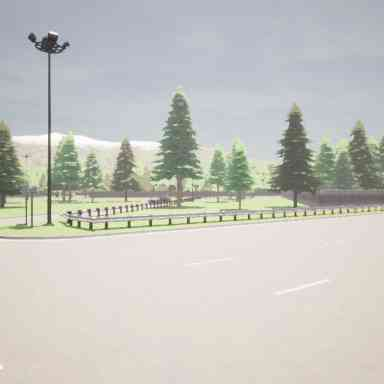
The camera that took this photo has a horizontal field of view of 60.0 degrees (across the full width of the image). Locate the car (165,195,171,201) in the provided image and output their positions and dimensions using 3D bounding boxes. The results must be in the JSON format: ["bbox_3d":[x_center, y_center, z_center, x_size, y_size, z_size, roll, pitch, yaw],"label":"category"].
[{"bbox_3d":[-5.645,1.351,69.772,2.097,1.767,4.553,0,0,5],"label":"car"}]

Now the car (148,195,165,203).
[{"bbox_3d":[-6.591,1.601,59.952,1.895,1.301,4.718,0,0,5],"label":"car"}]
